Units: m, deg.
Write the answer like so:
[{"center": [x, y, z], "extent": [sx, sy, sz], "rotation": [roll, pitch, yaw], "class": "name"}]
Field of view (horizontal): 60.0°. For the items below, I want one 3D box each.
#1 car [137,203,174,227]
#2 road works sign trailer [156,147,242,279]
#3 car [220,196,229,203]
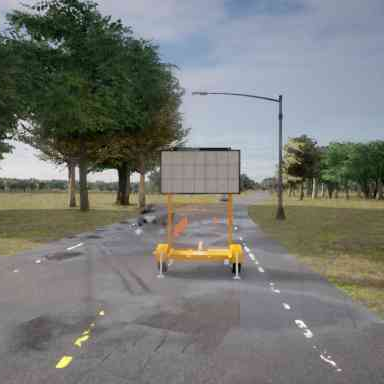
[{"center": [-2.386, 1.501, 22.906], "extent": [2.128, 1.511, 4.902], "rotation": [0, 0, 5], "class": "car"}, {"center": [0.248, 0.466, 10.076], "extent": [2.380, 3.560, 2.880], "rotation": [0, 0, 3], "class": "road works sign trailer"}, {"center": [7.410, 1.600, 73.663], "extent": [1.994, 1.385, 4.181], "rotation": [0, 0, 16], "class": "car"}]
